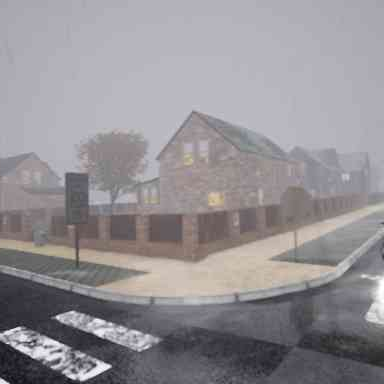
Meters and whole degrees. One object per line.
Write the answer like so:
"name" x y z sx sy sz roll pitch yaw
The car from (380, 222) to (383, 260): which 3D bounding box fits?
"car" 7.503 1.307 10.843 1.837 1.490 4.892 -2 0 38
